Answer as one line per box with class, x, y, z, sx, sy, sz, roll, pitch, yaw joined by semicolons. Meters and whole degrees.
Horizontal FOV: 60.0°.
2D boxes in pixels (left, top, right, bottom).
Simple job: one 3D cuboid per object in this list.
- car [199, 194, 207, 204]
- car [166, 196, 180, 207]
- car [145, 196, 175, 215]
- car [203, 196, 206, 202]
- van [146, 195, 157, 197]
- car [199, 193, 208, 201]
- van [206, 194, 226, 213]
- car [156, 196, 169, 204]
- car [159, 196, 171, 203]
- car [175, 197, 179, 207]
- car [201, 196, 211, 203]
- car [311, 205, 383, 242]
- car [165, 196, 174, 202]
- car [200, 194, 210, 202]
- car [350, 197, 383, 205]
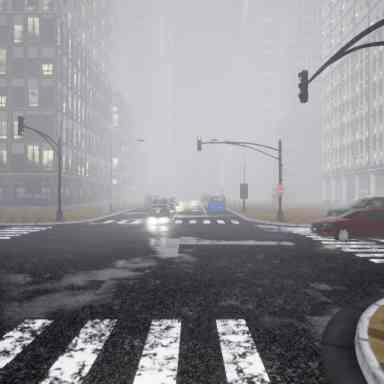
car;2.796;1.313;63.616;2.192;1.841;5.009;0;0;0
car;-3.044;1.477;53.236;1.882;1.535;5.008;0;0;1
car;-3.176;1.491;33.311;2.128;1.511;4.902;0;0;-1
car;2.693;1.544;41.462;1.887;1.381;4.507;0;0;0
van;-5.679;1.341;47.045;1.690;1.788;3.998;0;0;0
car;2.922;1.309;85.773;2.192;1.841;5.009;0;0;0
van;2.752;1.341;35.923;1.690;1.788;3.998;0;0;0
car;-5.585;1.564;63.663;1.947;1.339;4.313;0;0;0
car;-5.554;1.548;69.201;2.008;1.369;4.403;0;0;0
car;-3.112;1.547;43.096;2.033;1.411;5.357;0;0;0
car;2.826;1.542;69.155;1.887;1.381;4.507;0;0;0
car;8.471;1.558;16.445;5.008;1.535;1.882;0;-1;-5
car;-5.491;1.578;80.281;1.802;1.307;4.206;0;0;0
car;2.859;1.311;74.695;2.192;1.841;5.009;0;0;0
car;10.930;1.334;20.027;5.566;2.045;2.150;0;0;-2
